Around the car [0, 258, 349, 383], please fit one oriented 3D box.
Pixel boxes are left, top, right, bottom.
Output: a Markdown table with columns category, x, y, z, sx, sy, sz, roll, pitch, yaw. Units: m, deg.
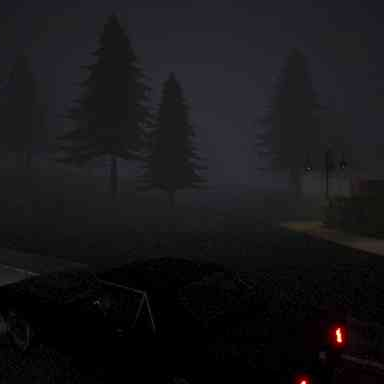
| category | x | y | z | sx | sy | sz | roll | pitch | yaw |
| --- | --- | --- | --- | --- | --- | --- | --- | --- | --- |
| car | -0.637 | 1.601 | 4.443 | 4.718 | 1.301 | 1.895 | 0 | 0 | 36 |
